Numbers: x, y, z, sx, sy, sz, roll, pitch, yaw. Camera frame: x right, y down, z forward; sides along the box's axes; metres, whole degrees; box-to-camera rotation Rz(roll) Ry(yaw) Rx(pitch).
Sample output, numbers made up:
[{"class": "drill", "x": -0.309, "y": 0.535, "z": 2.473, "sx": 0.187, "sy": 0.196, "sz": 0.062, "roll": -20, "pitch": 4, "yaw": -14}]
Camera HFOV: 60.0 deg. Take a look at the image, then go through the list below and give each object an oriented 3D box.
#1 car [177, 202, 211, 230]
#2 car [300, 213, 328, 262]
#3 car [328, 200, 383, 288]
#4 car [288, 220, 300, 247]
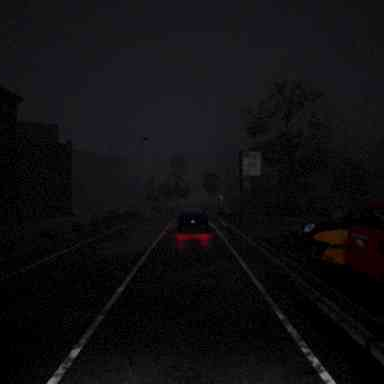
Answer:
[{"class": "car", "x": 0.046, "y": 1.655, "z": 22.244, "sx": 1.882, "sy": 1.535, "sz": 5.008, "roll": 0, "pitch": -1, "yaw": 0}, {"class": "car", "x": 6.196, "y": 1.448, "z": 10.037, "sx": 5.008, "sy": 1.535, "sz": 2.097, "roll": 0, "pitch": 0, "yaw": -1}, {"class": "car", "x": 6.253, "y": 1.191, "z": 7.120, "sx": 5.566, "sy": 2.045, "sz": 2.435, "roll": 0, "pitch": 0, "yaw": -1}, {"class": "car", "x": 6.188, "y": 1.329, "z": 13.073, "sx": 4.553, "sy": 1.767, "sz": 2.185, "roll": 0, "pitch": 0, "yaw": -1}]
